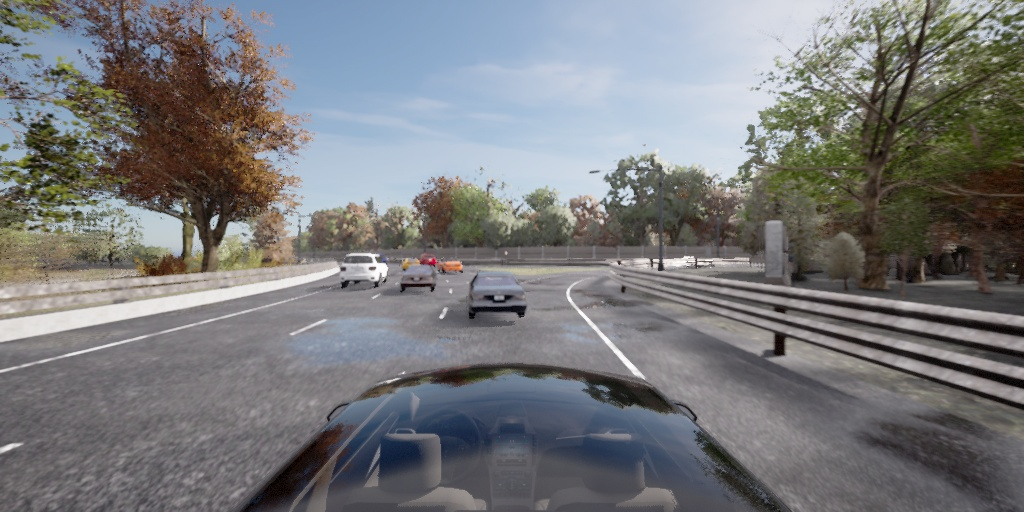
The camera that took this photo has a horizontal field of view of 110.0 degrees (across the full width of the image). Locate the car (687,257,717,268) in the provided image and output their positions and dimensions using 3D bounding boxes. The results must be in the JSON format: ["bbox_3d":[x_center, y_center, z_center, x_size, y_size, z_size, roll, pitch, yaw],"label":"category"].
[{"bbox_3d":[26.913,0.862,50.702,4.902,1.511,2.128,0,0,-25],"label":"car"}]

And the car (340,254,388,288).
[{"bbox_3d":[-9.383,0.880,23.066,2.150,2.045,5.566,0,0,-12],"label":"car"}]

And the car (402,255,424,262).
[{"bbox_3d":[-12.550,1.023,44.472,1.882,1.535,5.008,0,0,-22],"label":"car"}]

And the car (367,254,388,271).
[{"bbox_3d":[-17.786,0.769,47.357,2.150,2.045,5.566,0,0,-25],"label":"car"}]

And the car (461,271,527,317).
[{"bbox_3d":[-0.649,1.235,12.835,2.033,1.411,5.357,0,0,-6],"label":"car"}]

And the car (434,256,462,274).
[{"bbox_3d":[-6.769,0.911,38.709,2.097,1.767,4.553,0,0,-19],"label":"car"}]

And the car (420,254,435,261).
[{"bbox_3d":[-12.794,0.719,53.006,2.150,2.045,5.566,0,0,-28],"label":"car"}]

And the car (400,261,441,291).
[{"bbox_3d":[-5.348,1.205,20.861,2.033,1.411,5.357,0,0,-10],"label":"car"}]
